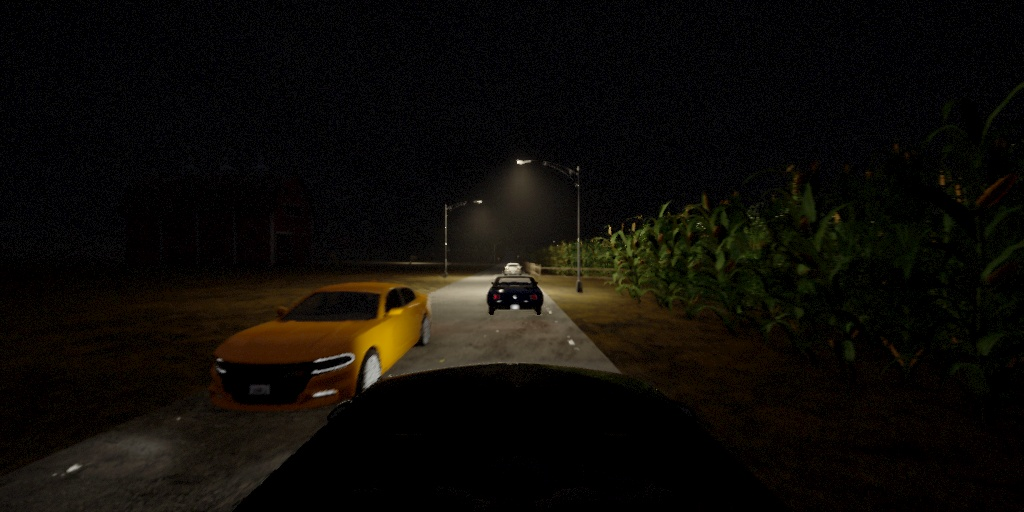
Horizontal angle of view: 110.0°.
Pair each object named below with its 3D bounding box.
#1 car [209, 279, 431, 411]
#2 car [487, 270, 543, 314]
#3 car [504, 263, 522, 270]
[{"bbox_3d":[-2.838,1.237,6.542,1.882,1.535,5.008,0,0,0],"label":"car"},{"bbox_3d":[0.105,1.392,13.969,1.895,1.301,4.718,0,0,0],"label":"car"},{"bbox_3d":[0.119,1.497,39.258,1.812,1.442,4.674,0,0,0],"label":"car"}]
